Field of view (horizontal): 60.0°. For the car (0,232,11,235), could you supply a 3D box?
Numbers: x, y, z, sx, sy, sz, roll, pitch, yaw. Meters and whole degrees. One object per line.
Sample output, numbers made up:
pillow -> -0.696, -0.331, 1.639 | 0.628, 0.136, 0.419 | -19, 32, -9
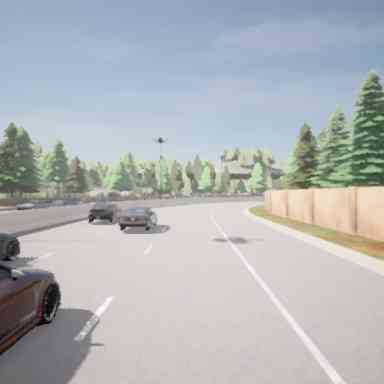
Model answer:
car -> -6.909, 1.608, 9.775 | 1.994, 1.385, 4.181 | 0, 0, 0

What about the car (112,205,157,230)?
car -> -3.413, 1.642, 21.669 | 2.033, 1.411, 5.357 | 0, 0, 0

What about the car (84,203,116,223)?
car -> -6.875, 1.622, 26.784 | 1.837, 1.490, 4.892 | 0, 0, 0

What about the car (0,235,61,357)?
car -> -3.424, 1.585, 4.507 | 1.994, 1.385, 4.181 | 0, 0, 0

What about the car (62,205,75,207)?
car -> -13.419, 1.768, 38.525 | 1.895, 1.301, 4.718 | 0, 0, 6
